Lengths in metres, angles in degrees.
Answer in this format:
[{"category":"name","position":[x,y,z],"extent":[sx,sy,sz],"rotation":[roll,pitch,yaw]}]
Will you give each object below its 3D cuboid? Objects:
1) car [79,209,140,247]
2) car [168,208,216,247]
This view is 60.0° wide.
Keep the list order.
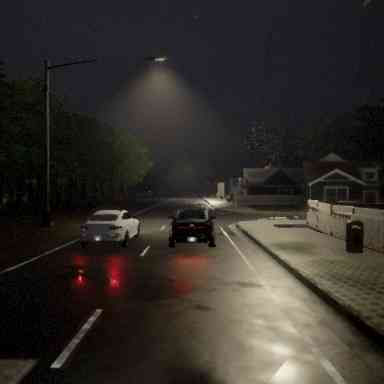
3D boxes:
[{"category":"car","position":[-3.500,1.486,14.646],"extent":[1.812,1.442,4.674],"rotation":[0,0,0]},{"category":"car","position":[0.001,1.469,14.645],"extent":[1.837,1.490,4.892],"rotation":[0,0,0]}]
